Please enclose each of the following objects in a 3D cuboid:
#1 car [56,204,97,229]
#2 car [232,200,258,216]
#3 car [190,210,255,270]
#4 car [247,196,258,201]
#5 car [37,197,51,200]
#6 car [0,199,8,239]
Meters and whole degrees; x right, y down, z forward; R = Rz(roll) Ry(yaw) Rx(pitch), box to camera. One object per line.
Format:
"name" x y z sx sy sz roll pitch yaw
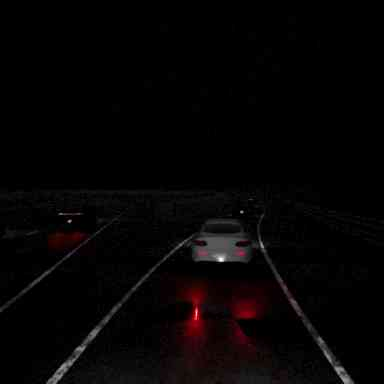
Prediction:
"car" -7.482 1.521 21.860 2.128 1.511 4.902 0 0 -8
"car" 4.787 1.721 30.884 1.994 1.385 4.181 0 0 13
"car" 1.028 1.556 11.114 1.812 1.442 4.674 0 0 6
"car" 11.319 1.526 62.194 2.128 1.511 4.902 0 1 10
"car" -31.901 1.985 71.724 2.150 2.045 5.566 0 -1 -8
"car" -9.874 1.325 14.201 2.097 1.767 4.553 0 0 -8
